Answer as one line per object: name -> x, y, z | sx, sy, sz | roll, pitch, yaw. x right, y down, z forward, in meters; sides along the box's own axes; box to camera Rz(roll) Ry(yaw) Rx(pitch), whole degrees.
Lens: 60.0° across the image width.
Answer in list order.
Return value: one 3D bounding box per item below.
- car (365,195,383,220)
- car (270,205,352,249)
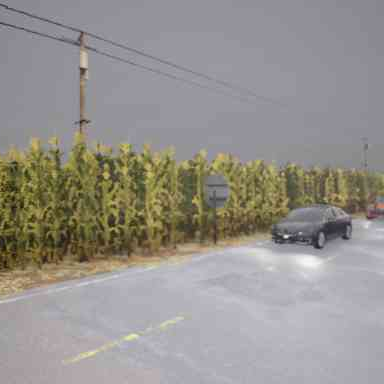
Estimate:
car -> 13.610, 1.001, 22.906 | 2.097, 1.767, 4.553 | 0, 1, 43
car -> 5.042, 1.319, 13.756 | 1.837, 1.490, 4.892 | 0, 1, 43
